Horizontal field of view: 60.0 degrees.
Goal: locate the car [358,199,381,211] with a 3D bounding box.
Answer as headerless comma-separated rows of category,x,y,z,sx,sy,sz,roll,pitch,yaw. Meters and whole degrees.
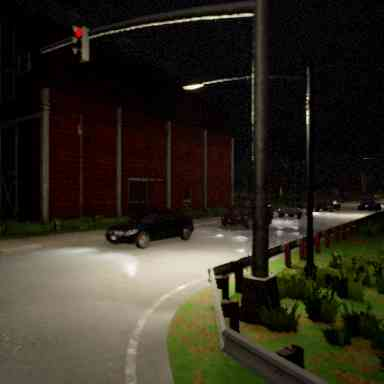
car,21.254,1.578,39.855,1.994,1.385,4.181,0,0,37

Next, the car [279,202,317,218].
car,9.366,1.609,29.954,1.895,1.301,4.718,0,0,37

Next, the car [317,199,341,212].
car,15.749,1.555,38.511,2.033,1.411,5.357,0,0,37

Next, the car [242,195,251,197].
car,13.774,1.479,84.124,1.784,1.438,3.905,0,0,36

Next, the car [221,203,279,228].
car,3.825,1.486,22.479,1.882,1.535,5.008,0,0,37

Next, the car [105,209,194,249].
car,-1.720,1.535,14.960,1.812,1.442,4.674,0,0,36
